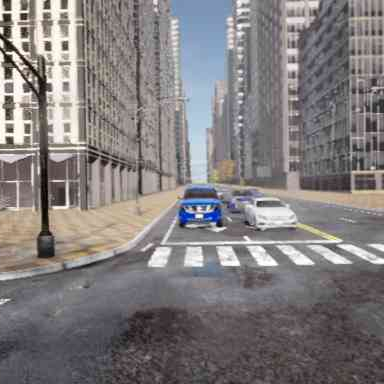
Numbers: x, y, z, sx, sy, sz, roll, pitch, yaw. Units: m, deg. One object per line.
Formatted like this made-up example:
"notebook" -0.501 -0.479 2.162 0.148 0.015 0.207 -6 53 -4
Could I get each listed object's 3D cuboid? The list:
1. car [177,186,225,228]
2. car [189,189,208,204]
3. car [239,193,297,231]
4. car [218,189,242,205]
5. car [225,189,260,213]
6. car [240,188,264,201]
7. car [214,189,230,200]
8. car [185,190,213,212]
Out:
"car" 0.495 0.703 18.371 2.150 2.045 5.566 -1 2 3
"car" 0.688 0.471 38.597 2.033 1.411 5.357 -1 2 1
"car" 3.730 0.999 16.608 1.812 1.442 4.674 -1 2 0
"car" 3.910 0.513 35.050 2.033 1.411 5.357 -1 2 1
"car" 3.801 0.581 25.514 2.097 1.767 4.553 -1 2 1
"car" 7.410 0.269 41.629 2.033 1.411 5.357 -1 2 1
"car" 4.031 0.281 45.222 1.895 1.301 4.718 -1 2 1
"car" 0.590 0.697 28.426 2.128 1.511 4.902 -1 2 1
